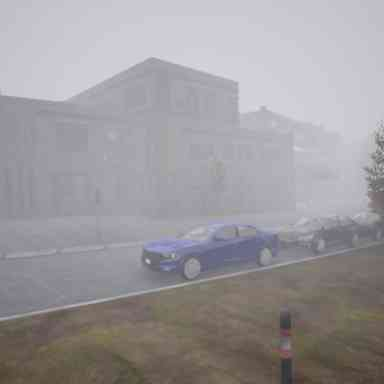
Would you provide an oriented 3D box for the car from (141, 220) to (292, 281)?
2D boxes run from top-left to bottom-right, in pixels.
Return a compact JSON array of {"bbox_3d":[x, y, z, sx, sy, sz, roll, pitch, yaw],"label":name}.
[{"bbox_3d":[0.760,1.716,10.933,5.008,1.535,2.097,1,0,-37],"label":"car"}]

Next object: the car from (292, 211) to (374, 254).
[{"bbox_3d":[5.736,1.740,14.841,4.892,1.521,2.231,1,0,-39],"label":"car"}]

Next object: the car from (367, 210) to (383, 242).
[{"bbox_3d":[10.062,1.774,18.567,5.008,1.535,2.097,1,0,-41],"label":"car"}]
